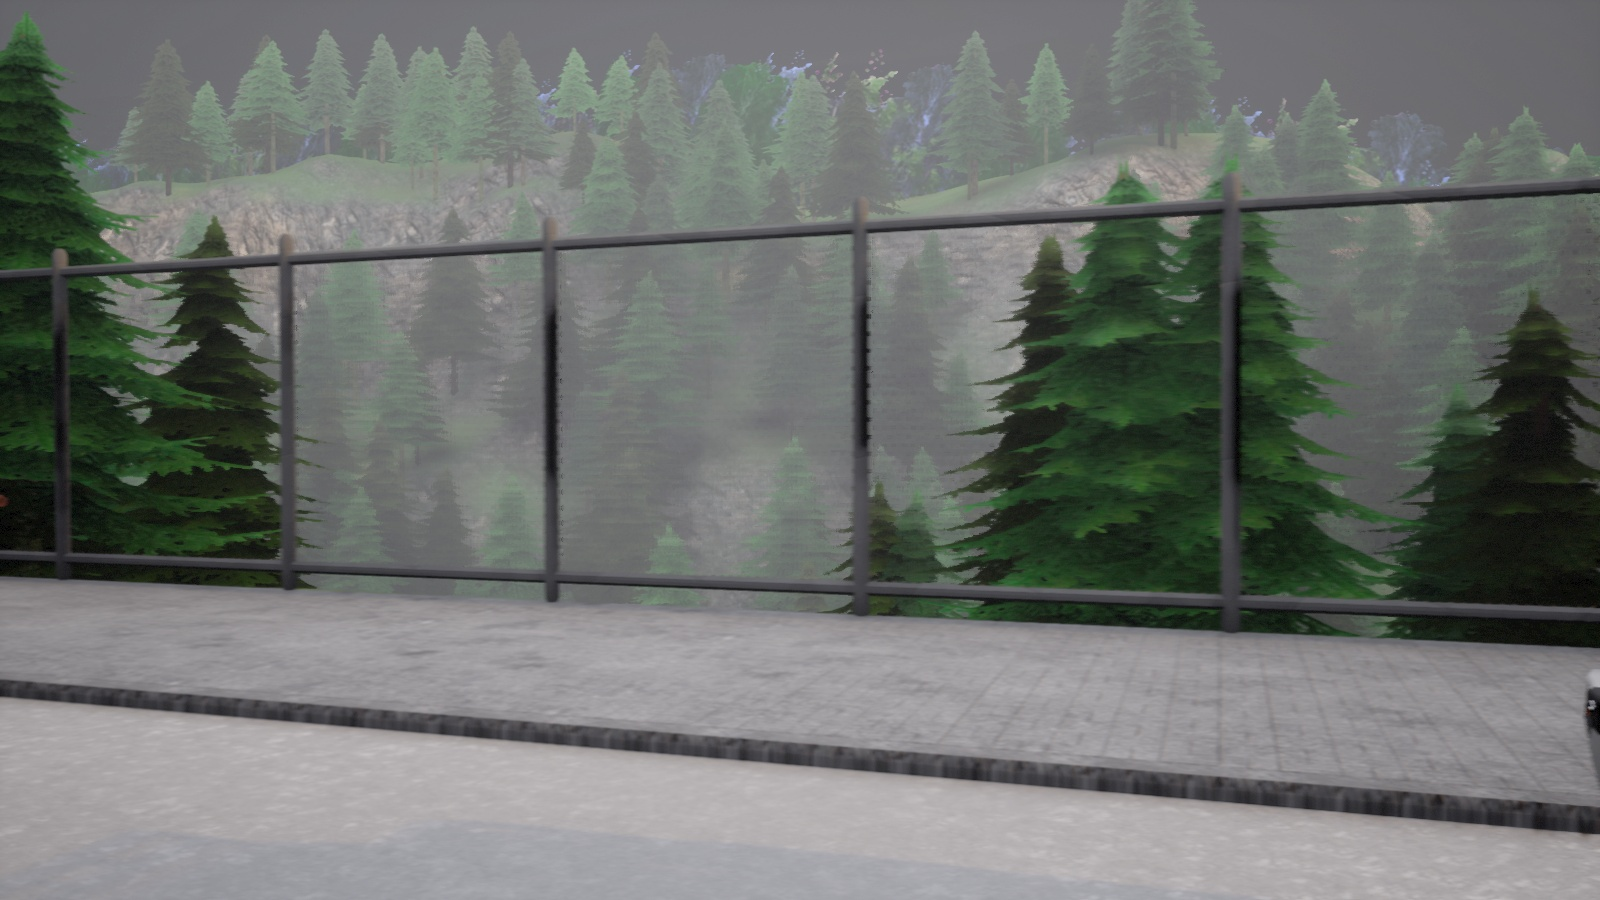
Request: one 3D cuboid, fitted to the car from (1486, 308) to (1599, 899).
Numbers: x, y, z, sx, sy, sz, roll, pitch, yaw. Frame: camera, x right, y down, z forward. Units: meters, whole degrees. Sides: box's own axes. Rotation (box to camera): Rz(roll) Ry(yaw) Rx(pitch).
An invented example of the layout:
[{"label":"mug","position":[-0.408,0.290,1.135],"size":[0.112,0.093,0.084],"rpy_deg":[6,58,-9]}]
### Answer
[{"label":"car","position":[4.069,0.621,2.348],"size":[4.605,1.855,1.932],"rpy_deg":[1,1,19]}]
